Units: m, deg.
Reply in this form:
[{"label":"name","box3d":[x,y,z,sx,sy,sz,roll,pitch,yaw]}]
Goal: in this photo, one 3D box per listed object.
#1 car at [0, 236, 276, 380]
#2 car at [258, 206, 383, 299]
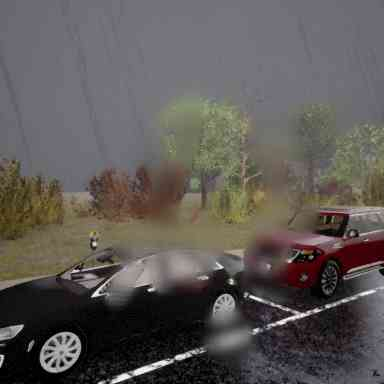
[{"label":"car","box3d":[-0.952,1.551,5.406,4.403,1.369,2.008,0,1,-35]},{"label":"car","box3d":[3.657,1.317,8.679,5.009,1.841,2.192,0,1,-35]}]
